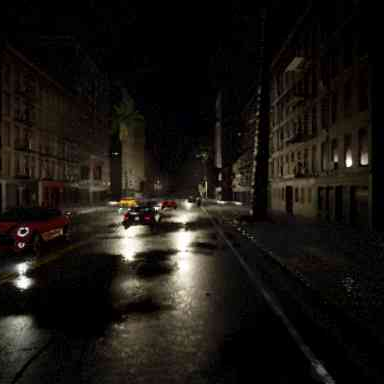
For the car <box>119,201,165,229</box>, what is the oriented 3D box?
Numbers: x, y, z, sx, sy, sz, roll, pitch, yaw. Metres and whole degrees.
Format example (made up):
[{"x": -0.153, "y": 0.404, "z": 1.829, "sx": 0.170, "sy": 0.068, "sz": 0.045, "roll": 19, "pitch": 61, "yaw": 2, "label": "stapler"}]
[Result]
[{"x": -3.147, "y": 1.572, "z": 21.550, "sx": 2.033, "sy": 1.411, "sz": 5.357, "roll": 0, "pitch": 0, "yaw": 0, "label": "car"}]

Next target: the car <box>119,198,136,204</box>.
[{"x": -9.810, "y": 1.627, "z": 51.029, "sx": 1.882, "sy": 1.535, "sz": 5.008, "roll": 0, "pitch": 0, "yaw": 0, "label": "car"}]

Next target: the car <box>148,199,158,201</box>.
[{"x": -6.537, "y": 1.771, "z": 54.994, "sx": 1.895, "sy": 1.301, "sz": 4.718, "roll": 0, "pitch": 0, "yaw": 1, "label": "car"}]

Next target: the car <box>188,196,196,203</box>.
[{"x": 0.009, "y": 1.826, "z": 75.541, "sx": 2.128, "sy": 1.511, "sz": 4.902, "roll": 0, "pitch": 0, "yaw": 0, "label": "car"}]

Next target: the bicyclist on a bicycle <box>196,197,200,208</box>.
[{"x": 0.900, "y": 1.596, "z": 49.847, "sx": 0.582, "sy": 1.620, "sz": 1.656, "roll": 0, "pitch": -1, "yaw": 0, "label": "bicyclist on a bicycle"}]

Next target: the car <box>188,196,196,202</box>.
[{"x": 0.010, "y": 1.764, "z": 85.885, "sx": 2.128, "sy": 1.511, "sz": 4.902, "roll": 0, "pitch": 0, "yaw": 0, "label": "car"}]

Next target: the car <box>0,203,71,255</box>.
[{"x": -6.597, "y": 1.360, "z": 13.340, "sx": 2.097, "sy": 1.767, "sz": 4.553, "roll": 0, "pitch": 0, "yaw": 0, "label": "car"}]

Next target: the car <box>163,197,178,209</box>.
[{"x": -3.144, "y": 1.482, "z": 47.311, "sx": 2.097, "sy": 1.767, "sz": 4.553, "roll": 0, "pitch": 0, "yaw": 0, "label": "car"}]

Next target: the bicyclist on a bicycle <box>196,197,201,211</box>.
[{"x": 0.899, "y": 1.551, "z": 40.856, "sx": 0.582, "sy": 1.620, "sz": 1.656, "roll": 0, "pitch": -1, "yaw": 0, "label": "bicyclist on a bicycle"}]
